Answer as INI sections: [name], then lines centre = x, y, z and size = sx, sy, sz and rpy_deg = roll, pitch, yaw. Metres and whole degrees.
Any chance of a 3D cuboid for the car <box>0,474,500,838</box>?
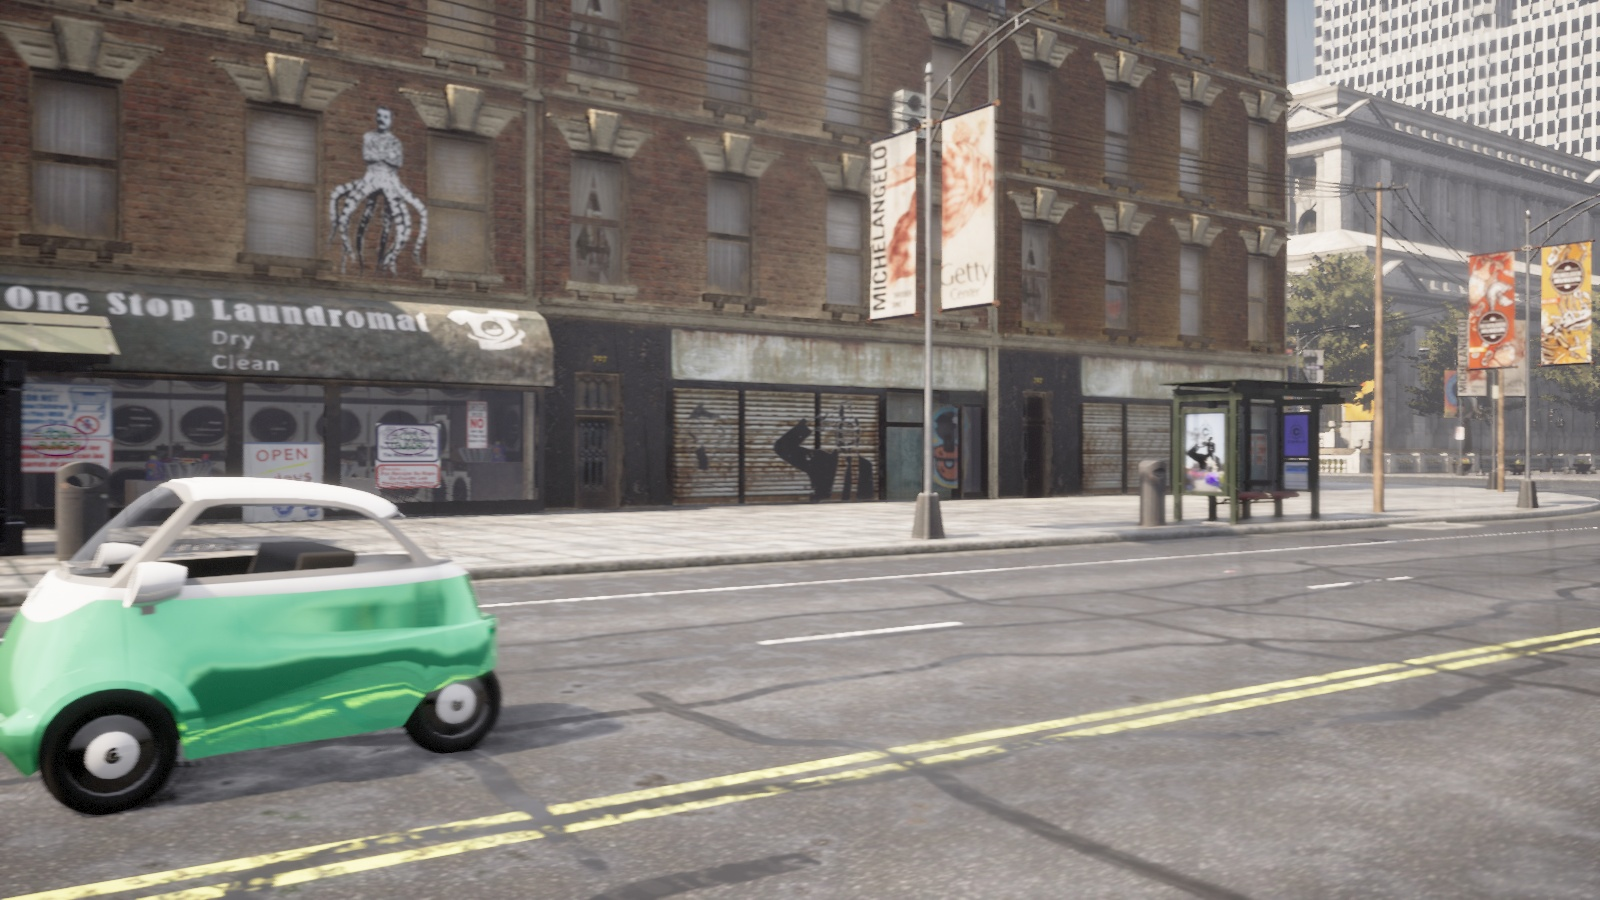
[car]
centre = -2.769, 0.820, 5.998
size = 2.207, 1.376, 1.481
rpy_deg = 0, 0, -35
